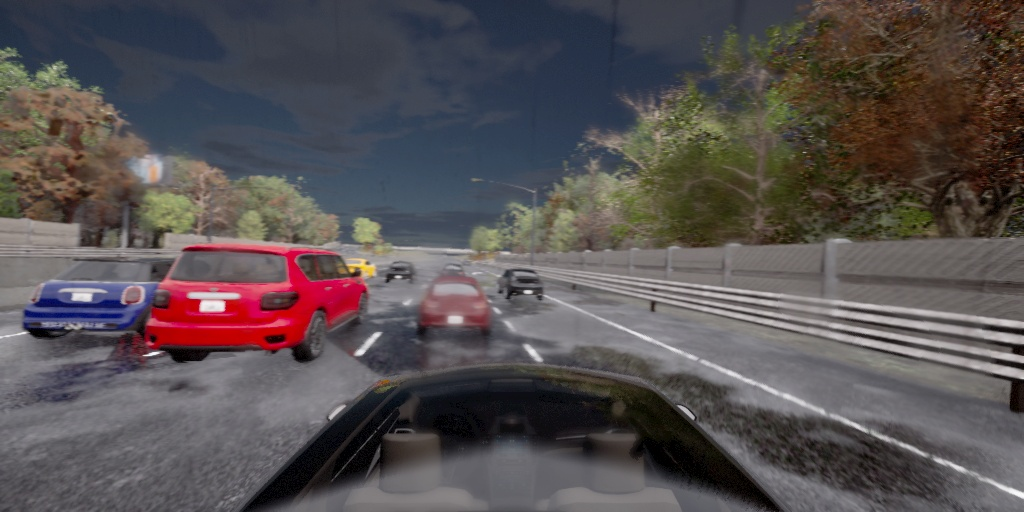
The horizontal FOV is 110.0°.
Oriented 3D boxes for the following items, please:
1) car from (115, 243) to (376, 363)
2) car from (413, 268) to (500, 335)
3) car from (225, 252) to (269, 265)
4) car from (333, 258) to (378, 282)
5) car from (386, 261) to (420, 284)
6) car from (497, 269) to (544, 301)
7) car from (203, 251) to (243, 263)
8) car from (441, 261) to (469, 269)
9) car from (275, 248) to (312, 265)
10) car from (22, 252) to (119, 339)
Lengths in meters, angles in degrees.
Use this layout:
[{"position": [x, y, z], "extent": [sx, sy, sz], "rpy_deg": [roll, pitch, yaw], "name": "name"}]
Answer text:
[{"position": [-4.747, 0.818, 7.798], "extent": [2.150, 2.045, 5.566], "rpy_deg": [3, 0, -10], "name": "car"}, {"position": [-1.650, 1.280, 10.378], "extent": [1.812, 1.442, 4.674], "rpy_deg": [3, -1, -10], "name": "car"}, {"position": [-32.266, 0.280, 43.952], "extent": [2.033, 1.411, 5.357], "rpy_deg": [3, -1, -9], "name": "car"}, {"position": [-11.474, 0.951, 26.668], "extent": [1.882, 1.535, 5.008], "rpy_deg": [3, -1, -10], "name": "car"}, {"position": [-7.753, 1.130, 25.617], "extent": [1.837, 1.490, 4.892], "rpy_deg": [3, -1, -10], "name": "car"}, {"position": [0.355, 1.420, 18.943], "extent": [1.837, 1.490, 4.892], "rpy_deg": [3, -1, -10], "name": "car"}, {"position": [-35.927, 0.145, 44.666], "extent": [1.994, 1.385, 4.181], "rpy_deg": [3, 0, -9], "name": "car"}, {"position": [-4.490, 1.307, 27.287], "extent": [1.812, 1.442, 4.674], "rpy_deg": [3, -1, -10], "name": "car"}, {"position": [-29.494, 0.118, 48.640], "extent": [2.150, 2.045, 5.566], "rpy_deg": [3, -1, -9], "name": "car"}, {"position": [-8.483, 0.797, 8.883], "extent": [2.097, 1.767, 4.553], "rpy_deg": [3, -1, -9], "name": "car"}]
